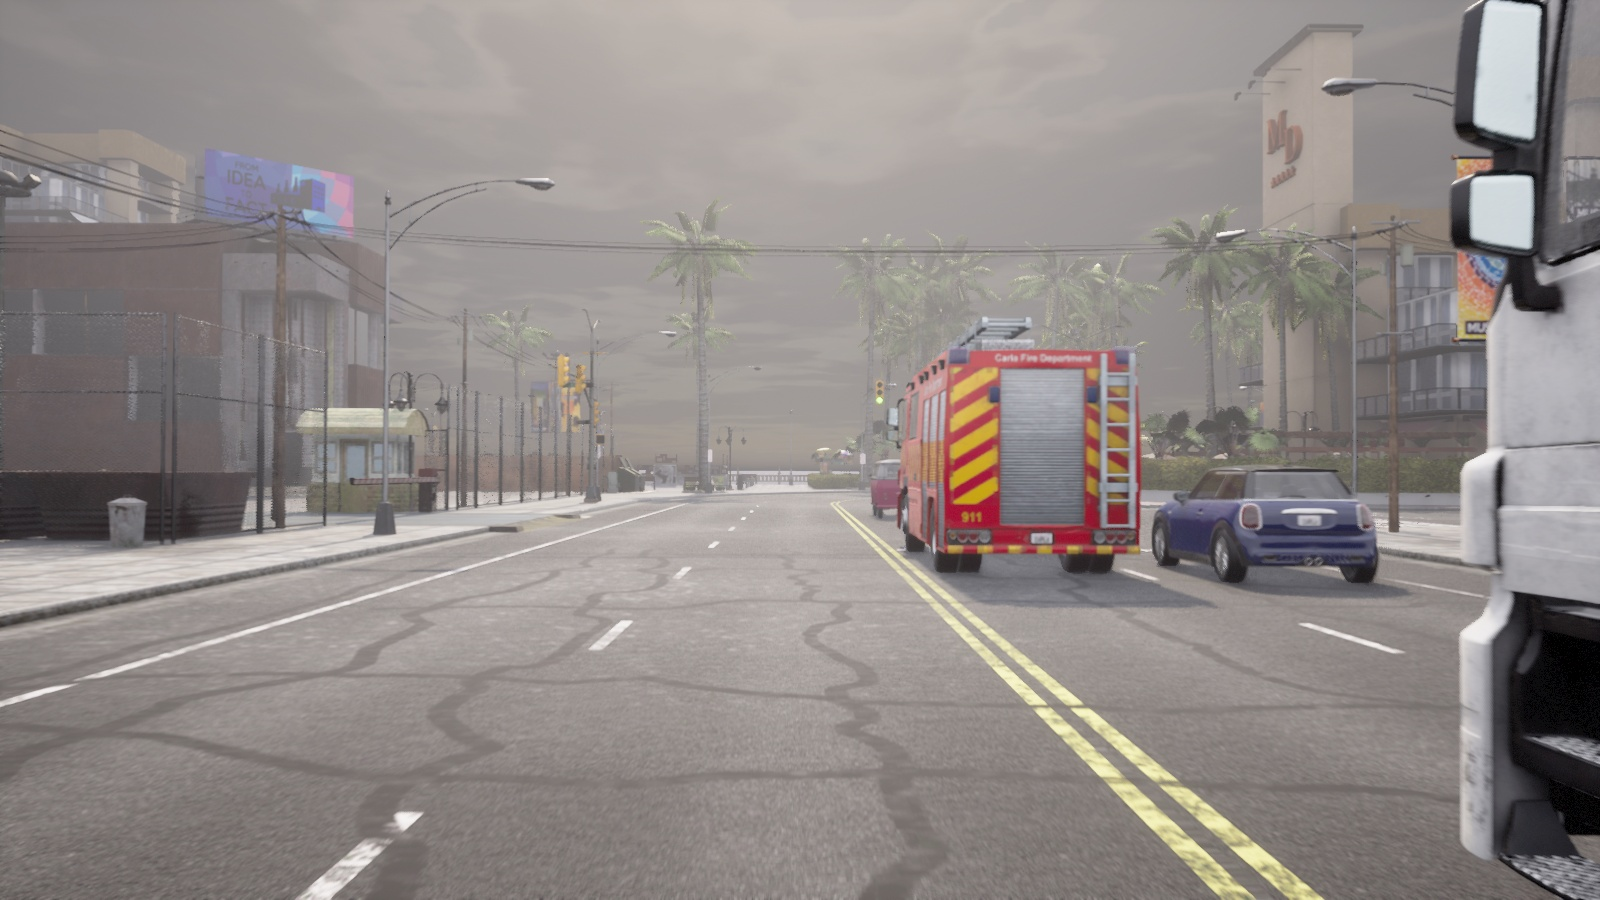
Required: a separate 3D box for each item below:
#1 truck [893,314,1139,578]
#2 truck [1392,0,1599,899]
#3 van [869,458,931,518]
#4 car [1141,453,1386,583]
[{"bbox_3d":[3.449,0.012,22.453,2.891,3.827,8.468,0,-1,0],"label":"truck"},{"bbox_3d":[3.497,-0.176,0.338,2.891,3.462,7.936,0,-1,0],"label":"truck"},{"bbox_3d":[3.408,1.283,43.559,1.775,1.987,4.442,0,-1,0],"label":"van"},{"bbox_3d":[6.959,0.971,19.458,2.097,1.767,4.553,0,-1,0],"label":"car"}]
